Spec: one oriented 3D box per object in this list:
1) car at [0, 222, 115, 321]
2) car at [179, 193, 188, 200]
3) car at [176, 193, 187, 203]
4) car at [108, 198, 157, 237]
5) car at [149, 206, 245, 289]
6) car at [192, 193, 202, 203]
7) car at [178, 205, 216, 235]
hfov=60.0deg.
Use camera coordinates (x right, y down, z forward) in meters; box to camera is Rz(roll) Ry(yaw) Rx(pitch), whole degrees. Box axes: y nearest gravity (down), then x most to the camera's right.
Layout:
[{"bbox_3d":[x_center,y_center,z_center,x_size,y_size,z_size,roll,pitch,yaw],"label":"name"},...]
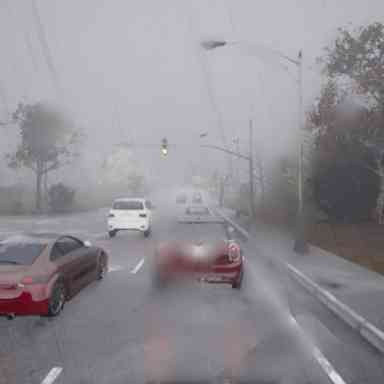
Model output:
[{"bbox_3d":[-3.353,1.627,7.557,1.994,1.385,4.181,0,0,2],"label":"car"},{"bbox_3d":[-2.172,1.038,83.124,2.033,1.411,5.357,0,2,1],"label":"car"},{"bbox_3d":[-2.350,1.645,73.119,1.994,1.385,4.181,0,2,1],"label":"car"},{"bbox_3d":[-3.323,1.381,19.355,2.150,2.045,5.566,0,0,-1],"label":"car"},{"bbox_3d":[0.182,1.432,9.537,2.097,1.767,4.553,0,0,1],"label":"car"},{"bbox_3d":[1.150,1.617,73.056,1.812,1.442,4.674,0,2,1],"label":"car"},{"bbox_3d":[0.339,1.666,21.115,2.128,1.511,4.902,0,0,1],"label":"car"}]
